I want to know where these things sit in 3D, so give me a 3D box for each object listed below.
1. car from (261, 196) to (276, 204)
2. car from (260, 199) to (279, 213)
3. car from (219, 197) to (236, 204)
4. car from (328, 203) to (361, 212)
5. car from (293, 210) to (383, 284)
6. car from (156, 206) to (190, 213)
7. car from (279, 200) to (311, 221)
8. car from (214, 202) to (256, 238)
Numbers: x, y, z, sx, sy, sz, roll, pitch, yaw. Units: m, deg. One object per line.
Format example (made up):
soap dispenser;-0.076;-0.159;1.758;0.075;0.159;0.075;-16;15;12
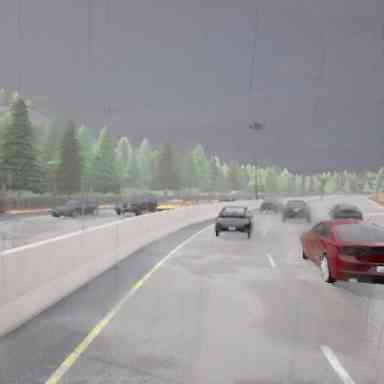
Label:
car;15.450;1.651;67.063;1.812;1.442;4.674;1;0;26
car;9.051;1.590;37.819;1.837;1.490;4.892;0;0;24
car;7.024;1.662;65.843;1.895;1.301;4.718;1;0;27
car;11.515;1.624;25.080;1.837;1.490;4.892;0;0;18
car;4.443;1.523;9.636;1.882;1.535;5.008;1;0;7
car;-1.670;1.444;30.303;1.882;1.535;5.008;1;0;19
car;8.602;1.437;27.256;2.097;1.767;4.553;1;0;18
car;2.388;1.510;18.004;2.128;1.511;4.902;1;0;12
